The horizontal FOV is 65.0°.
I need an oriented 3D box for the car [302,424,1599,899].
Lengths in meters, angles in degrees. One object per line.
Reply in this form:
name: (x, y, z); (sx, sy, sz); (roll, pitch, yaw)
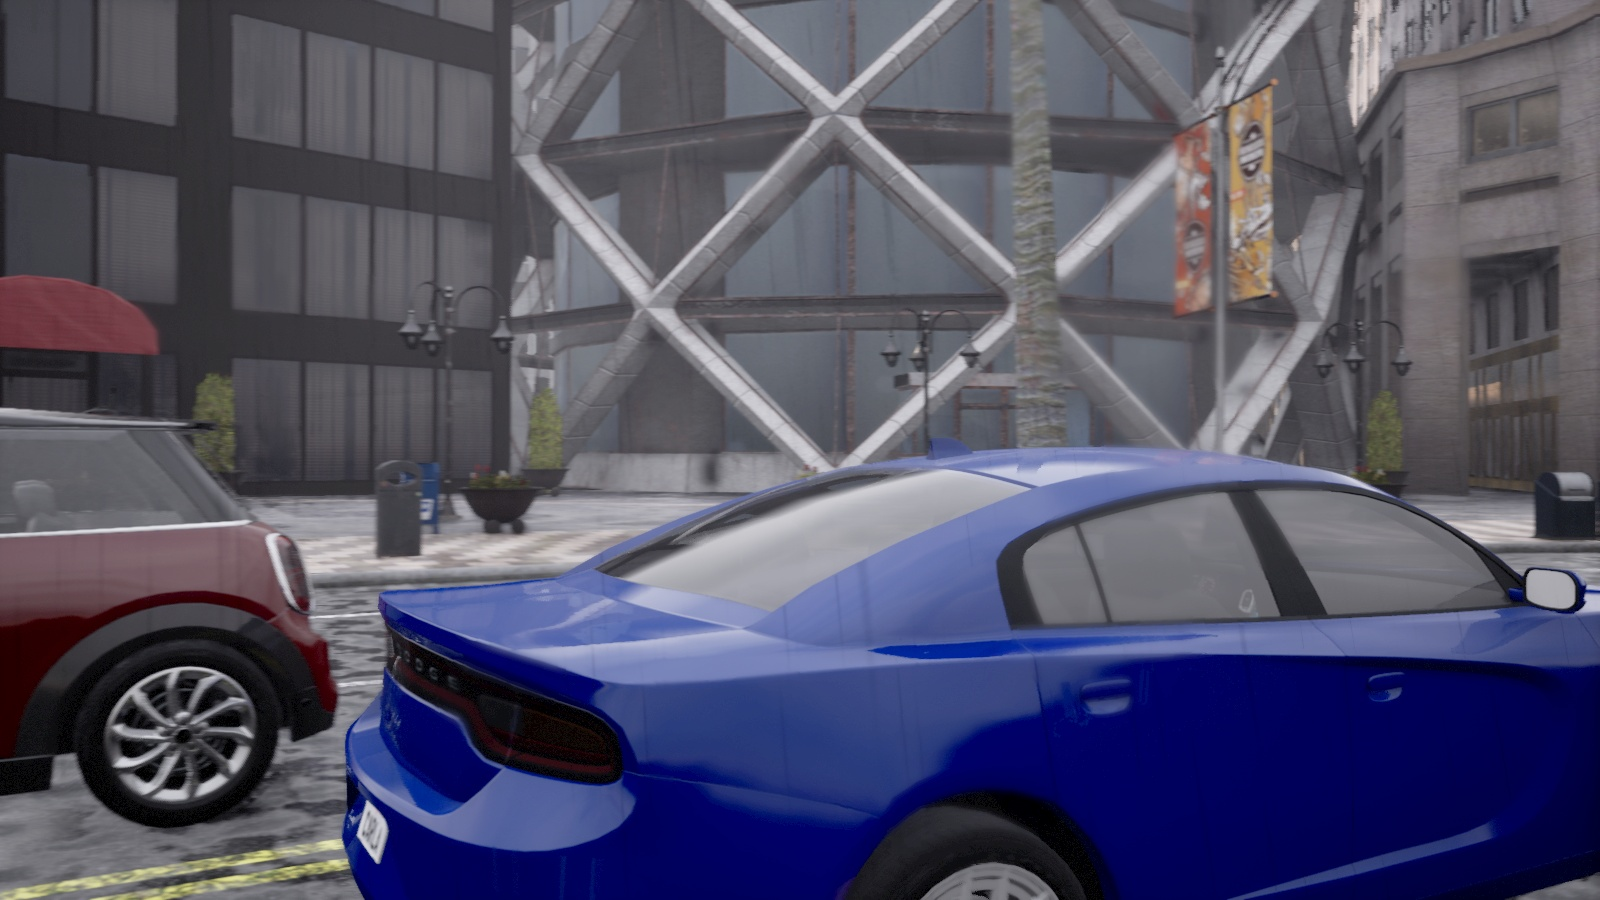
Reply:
car: (1.161, 0.726, 4.151); (5.008, 1.535, 1.882); (0, 0, -30)

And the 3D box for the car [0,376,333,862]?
car: (-4.415, 0.616, 4.866); (4.553, 1.767, 2.097); (0, 0, -32)
